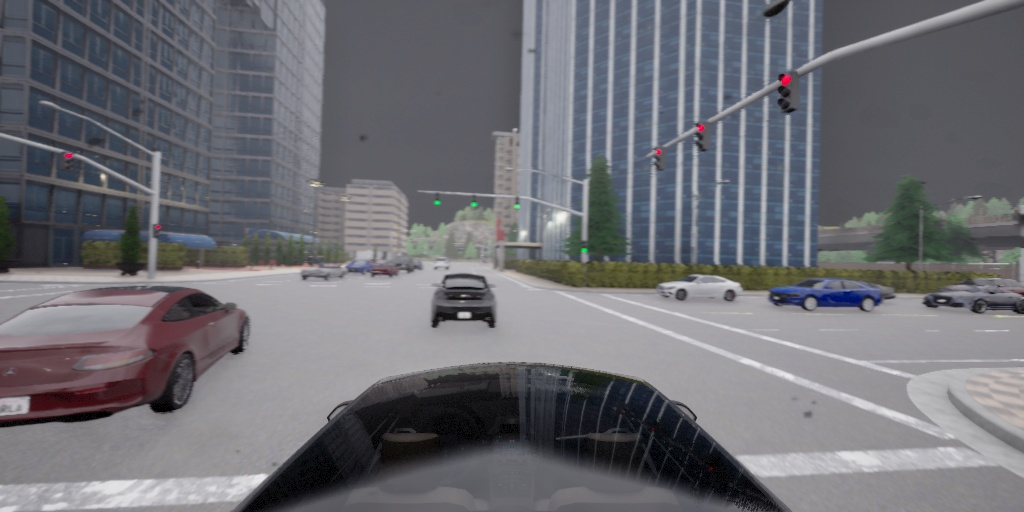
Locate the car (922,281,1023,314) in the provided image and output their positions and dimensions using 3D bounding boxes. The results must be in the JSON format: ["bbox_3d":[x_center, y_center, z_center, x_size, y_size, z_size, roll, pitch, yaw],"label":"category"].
[{"bbox_3d":[24.183,2.192,18.766,4.181,1.385,1.994,2,-1,-7],"label":"car"}]

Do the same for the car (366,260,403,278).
[{"bbox_3d":[-11.943,1.339,33.952,1.895,1.301,4.718,2,-1,-8],"label":"car"}]

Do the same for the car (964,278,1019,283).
[{"bbox_3d":[30.260,2.201,23.046,4.553,1.767,2.097,2,-1,-7],"label":"car"}]

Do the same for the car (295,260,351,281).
[{"bbox_3d":[-14.791,1.199,28.375,1.895,1.301,4.718,2,-1,-5],"label":"car"}]

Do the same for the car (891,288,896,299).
[{"bbox_3d":[20.213,2.092,21.799,5.357,1.411,2.033,2,-1,-7],"label":"car"}]

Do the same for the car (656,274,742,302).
[{"bbox_3d":[10.708,1.782,20.577,4.674,1.442,1.812,2,-1,-6],"label":"car"}]

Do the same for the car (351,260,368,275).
[{"bbox_3d":[-15.963,1.138,37.695,1.882,1.535,5.008,2,-1,-8],"label":"car"}]

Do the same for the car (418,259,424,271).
[{"bbox_3d":[-14.470,1.220,53.520,2.097,1.767,4.553,2,-1,-7],"label":"car"}]

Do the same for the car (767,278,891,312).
[{"bbox_3d":[15.264,1.836,17.646,5.008,1.535,1.882,2,-1,-7],"label":"car"}]

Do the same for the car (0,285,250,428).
[{"bbox_3d":[-5.415,1.155,5.275,1.812,1.442,4.674,2,-1,-24],"label":"car"}]

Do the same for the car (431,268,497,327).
[{"bbox_3d":[-1.568,1.312,11.704,1.837,1.490,4.892,2,-1,-8],"label":"car"}]

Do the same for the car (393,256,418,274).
[{"bbox_3d":[-13.213,1.024,43.667,2.150,2.045,5.566,2,-1,-7],"label":"car"}]

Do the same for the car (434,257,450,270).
[{"bbox_3d":[-11.595,1.232,59.242,2.150,2.045,5.566,2,-1,-8],"label":"car"}]
